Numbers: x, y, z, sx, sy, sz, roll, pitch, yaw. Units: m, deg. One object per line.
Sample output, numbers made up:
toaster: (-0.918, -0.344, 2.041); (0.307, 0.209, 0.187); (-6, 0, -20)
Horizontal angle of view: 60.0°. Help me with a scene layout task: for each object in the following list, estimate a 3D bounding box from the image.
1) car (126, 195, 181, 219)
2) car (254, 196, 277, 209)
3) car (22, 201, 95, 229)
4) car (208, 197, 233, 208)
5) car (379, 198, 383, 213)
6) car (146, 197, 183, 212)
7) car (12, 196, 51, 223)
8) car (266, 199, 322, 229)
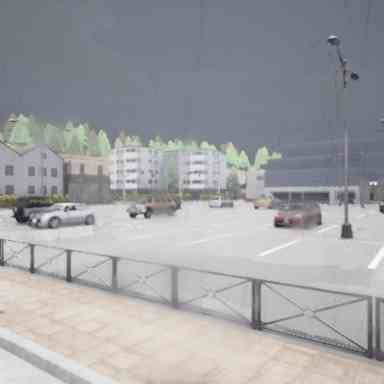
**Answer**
car: (-3.290, 1.211, 27.908); (1.932, 1.855, 4.605); (0, 0, 35)
car: (9.285, 1.250, 40.314); (2.152, 1.636, 5.027); (0, 0, 35)
car: (-8.139, 1.474, 20.953); (1.970, 1.475, 3.806); (0, 0, 35)
car: (3.852, 1.367, 43.744); (1.970, 1.475, 3.806); (0, 0, 35)
car: (19.746, 1.096, 32.949); (1.905, 1.878, 3.866); (0, 0, 35)
car: (-3.200, 1.454, 40.089); (2.007, 1.523, 4.514); (0, 0, 35)
car: (-10.507, 1.210, 23.368); (1.905, 1.878, 3.866); (0, 0, 35)
car: (6.486, 1.337, 20.154); (2.007, 1.523, 4.514); (0, 0, 35)
